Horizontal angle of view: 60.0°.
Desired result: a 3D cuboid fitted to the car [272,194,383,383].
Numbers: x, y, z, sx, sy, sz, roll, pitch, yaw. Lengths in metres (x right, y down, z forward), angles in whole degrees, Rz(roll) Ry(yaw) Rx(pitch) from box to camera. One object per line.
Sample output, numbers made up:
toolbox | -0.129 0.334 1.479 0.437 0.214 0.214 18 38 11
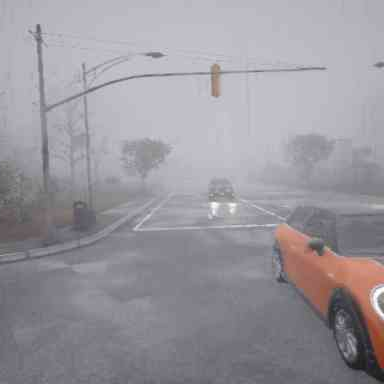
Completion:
car | 2.732 0.993 5.128 2.097 1.767 4.553 -2 3 0

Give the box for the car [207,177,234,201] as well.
car | 2.585 -0.346 31.324 2.150 2.045 5.566 -2 3 0
